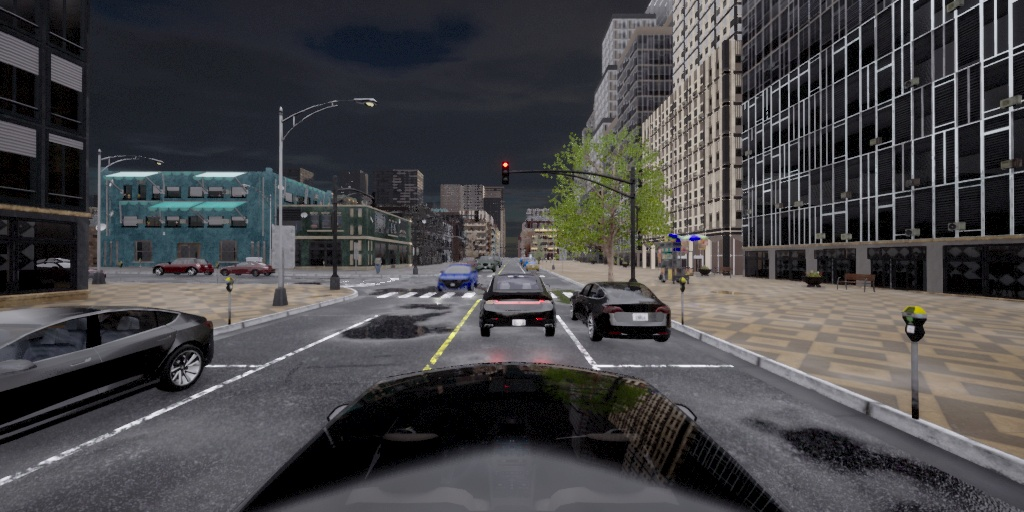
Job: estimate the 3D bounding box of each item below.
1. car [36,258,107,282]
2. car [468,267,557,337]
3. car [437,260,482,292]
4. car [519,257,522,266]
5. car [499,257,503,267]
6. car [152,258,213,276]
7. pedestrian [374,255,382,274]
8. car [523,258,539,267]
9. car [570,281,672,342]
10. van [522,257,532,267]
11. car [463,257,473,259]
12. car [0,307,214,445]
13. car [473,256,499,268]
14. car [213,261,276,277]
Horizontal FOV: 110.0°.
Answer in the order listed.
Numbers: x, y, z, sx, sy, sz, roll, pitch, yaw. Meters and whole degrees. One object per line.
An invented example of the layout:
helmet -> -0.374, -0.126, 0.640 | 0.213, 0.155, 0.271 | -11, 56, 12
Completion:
car -> -28.246, 0.980, 22.546 | 4.207, 1.307, 1.802 | 0, 0, -1
car -> 0.112, 1.242, 10.277 | 2.128, 1.511, 4.902 | 0, 0, -1
car -> -3.097, 1.229, 21.261 | 1.882, 1.535, 5.008 | 0, 0, 0
car -> 2.705, 1.305, 64.289 | 2.007, 1.370, 4.403 | 0, 0, 0
car -> -3.058, 0.980, 61.562 | 2.150, 2.045, 5.566 | 0, 0, 0
car -> -28.362, 0.879, 30.925 | 4.097, 1.591, 1.967 | 0, 0, -1
pedestrian -> -12.742, 0.789, 34.091 | 0.375, 1.860, 0.375 | 0, -1, -1
car -> 2.701, 1.278, 47.806 | 1.751, 1.417, 4.829 | 0, 0, 0
car -> 2.692, 1.316, 9.607 | 1.948, 1.339, 4.313 | 0, 0, 0
van -> 2.702, 1.094, 53.187 | 1.690, 1.789, 3.998 | 0, 0, 0
car -> -5.679, 1.068, 47.636 | 2.192, 1.841, 5.009 | 0, 0, 0
car -> -5.689, 1.316, 4.069 | 1.948, 1.339, 4.313 | 0, 0, 0
car -> -3.062, 0.973, 43.892 | 2.150, 2.045, 5.566 | 0, 0, 0
car -> -22.815, 1.090, 31.002 | 4.207, 1.307, 1.802 | 0, 0, -1
